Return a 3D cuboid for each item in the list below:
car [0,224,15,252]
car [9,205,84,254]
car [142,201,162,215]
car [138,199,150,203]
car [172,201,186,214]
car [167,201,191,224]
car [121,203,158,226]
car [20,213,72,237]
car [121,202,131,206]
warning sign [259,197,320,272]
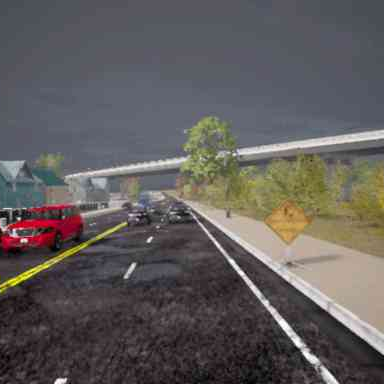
[{"bbox_3d":[-10.349,2.135,14.839,2.128,1.511,4.902,-3,-1,-2],"label":"car"},{"bbox_3d":[-7.177,1.733,16.803,2.150,2.045,5.566,-3,-1,-2],"label":"car"},{"bbox_3d":[-4.949,2.231,42.760,2.033,1.411,5.357,-3,-1,-2],"label":"car"},{"bbox_3d":[-9.232,2.356,64.555,2.150,2.045,5.566,-3,0,-2],"label":"car"},{"bbox_3d":[-1.822,2.077,45.955,1.837,1.490,4.892,-3,0,-2],"label":"car"},{"bbox_3d":[-1.115,1.839,28.750,2.128,1.511,4.902,-3,-1,-2],"label":"car"},{"bbox_3d":[-4.344,1.988,28.295,2.128,1.511,4.902,-3,-1,-2],"label":"car"},{"bbox_3d":[-10.769,2.369,24.981,1.895,1.301,4.718,-3,-1,-2],"label":"car"},{"bbox_3d":[-12.465,2.786,64.443,1.837,1.490,4.892,-3,0,-2],"label":"car"},{"bbox_3d":[2.599,1.081,9.001,1.300,1.860,1.060,-1,1,-3],"label":"warning sign"}]
